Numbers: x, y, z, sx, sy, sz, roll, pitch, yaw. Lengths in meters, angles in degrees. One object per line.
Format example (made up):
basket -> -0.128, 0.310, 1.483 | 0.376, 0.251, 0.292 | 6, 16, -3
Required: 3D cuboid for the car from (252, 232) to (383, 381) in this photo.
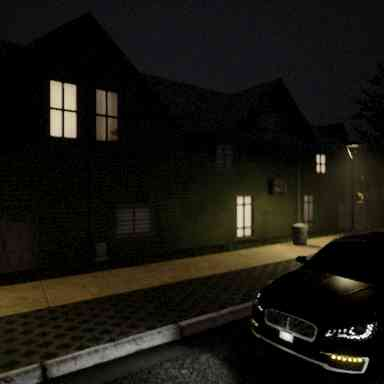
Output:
car -> 3.066, 1.483, 5.448 | 4.892, 1.490, 1.837 | 0, 0, -37
